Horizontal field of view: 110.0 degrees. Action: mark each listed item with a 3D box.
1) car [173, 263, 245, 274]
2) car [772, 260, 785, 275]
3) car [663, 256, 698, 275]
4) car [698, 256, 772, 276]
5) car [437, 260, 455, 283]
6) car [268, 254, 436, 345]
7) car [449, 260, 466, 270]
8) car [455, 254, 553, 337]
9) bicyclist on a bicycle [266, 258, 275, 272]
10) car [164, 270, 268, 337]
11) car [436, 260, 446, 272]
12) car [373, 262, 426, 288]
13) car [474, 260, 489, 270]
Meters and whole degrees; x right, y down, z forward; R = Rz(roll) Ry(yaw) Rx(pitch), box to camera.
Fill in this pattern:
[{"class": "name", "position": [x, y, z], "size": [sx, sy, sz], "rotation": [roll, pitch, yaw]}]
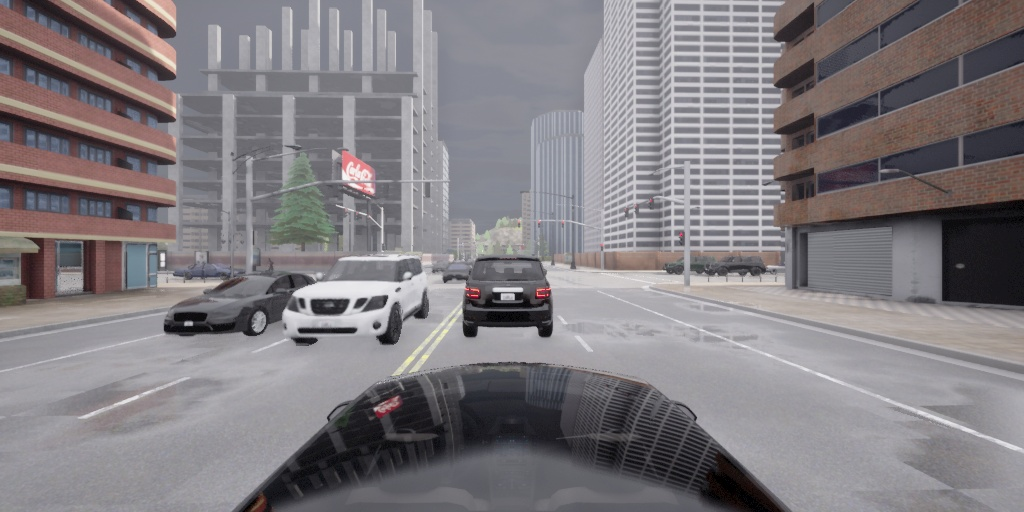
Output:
[{"class": "car", "position": [-25.618, 1.297, 30.627], "size": [5.357, 1.411, 2.033], "rotation": [0, 0, -1]}, {"class": "car", "position": [29.523, 1.351, 39.234], "size": [4.718, 1.301, 1.895], "rotation": [0, 0, -1]}, {"class": "car", "position": [19.393, 0.972, 38.985], "size": [5.566, 2.045, 2.150], "rotation": [0, 0, -1]}, {"class": "car", "position": [22.003, 0.971, 35.555], "size": [5.566, 2.045, 2.150], "rotation": [0, 0, -2]}, {"class": "car", "position": [-4.118, 1.297, 27.891], "size": [2.033, 1.411, 5.357], "rotation": [0, 0, -1]}, {"class": "car", "position": [-3.761, 0.968, 9.856], "size": [2.150, 2.045, 5.566], "rotation": [0, 0, -2]}, {"class": "car", "position": [-8.134, 1.314, 53.542], "size": [1.994, 1.385, 4.181], "rotation": [0, 0, -1]}, {"class": "car", "position": [-0.118, 0.971, 10.407], "size": [2.150, 2.045, 5.566], "rotation": [0, 0, -1]}, {"class": "bicyclist on a bicycle", "position": [-28.696, 1.051, 42.535], "size": [0.582, 1.620, 1.656], "rotation": [0, 0, -1]}, {"class": "car", "position": [-7.265, 1.254, 10.428], "size": [1.837, 1.490, 4.892], "rotation": [0, 0, -1]}, {"class": "car", "position": [-7.888, 1.256, 41.112], "size": [1.837, 1.490, 4.892], "rotation": [0, 0, -1]}, {"class": "car", "position": [-7.553, 1.241, 24.645], "size": [2.128, 1.511, 4.902], "rotation": [0, 0, -1]}, {"class": "car", "position": [-4.655, 1.314, 54.631], "size": [1.994, 1.385, 4.181], "rotation": [0, 0, -1]}]
